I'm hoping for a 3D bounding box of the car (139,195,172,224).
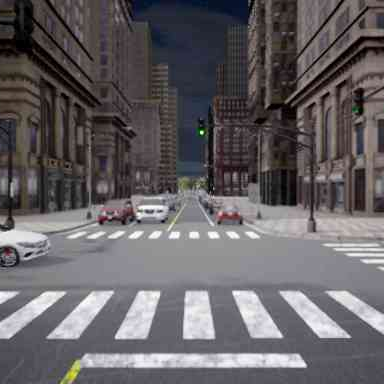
[{"bbox_3d":[-3.086,1.400,26.933,2.150,2.045,5.566,0,0,0],"label":"car"}]

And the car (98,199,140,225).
[{"bbox_3d":[-5.766,1.489,25.874,2.192,1.841,5.009,-1,0,0],"label":"car"}]

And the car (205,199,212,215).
[{"bbox_3d":[2.768,1.804,36.959,1.947,1.339,4.313,-1,0,0],"label":"car"}]

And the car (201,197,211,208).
[{"bbox_3d":[2.773,1.863,48.039,1.947,1.339,4.313,-1,0,0],"label":"car"}]

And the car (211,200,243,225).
[{"bbox_3d":[2.761,1.614,25.879,1.967,1.590,4.097,-1,0,0],"label":"car"}]

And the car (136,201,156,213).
[{"bbox_3d":[-5.755,1.835,42.495,1.947,1.339,4.313,-1,0,0],"label":"car"}]

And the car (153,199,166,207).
[{"bbox_3d":[-5.747,1.916,59.118,1.947,1.339,4.313,-1,0,0],"label":"car"}]

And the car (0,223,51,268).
[{"bbox_3d":[-7.166,1.615,10.995,4.674,1.442,1.812,0,0,0],"label":"car"}]

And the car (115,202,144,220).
[{"bbox_3d":[-5.761,1.731,31.244,1.752,1.417,4.829,-1,0,0],"label":"car"}]

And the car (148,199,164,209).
[{"bbox_3d":[-5.750,1.891,53.577,1.947,1.339,4.313,-1,0,0],"label":"car"}]

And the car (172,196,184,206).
[{"bbox_3d":[-2.975,1.943,60.746,1.994,1.385,4.181,0,0,0],"label":"car"}]

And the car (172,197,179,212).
[{"bbox_3d":[-3.068,1.777,43.585,1.837,1.490,4.892,0,0,0],"label":"car"}]

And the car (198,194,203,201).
[{"bbox_3d":[2.783,1.830,70.202,1.967,1.590,4.097,-1,0,0],"label":"car"}]

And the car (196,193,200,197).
[{"bbox_3d":[2.787,1.731,81.283,2.192,1.841,5.009,-1,0,0],"label":"car"}]

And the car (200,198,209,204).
[{"bbox_3d":[2.787,1.987,75.743,1.802,1.307,4.206,-1,0,0],"label":"car"}]

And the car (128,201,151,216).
[{"bbox_3d":[-5.758,1.763,36.785,1.752,1.417,4.829,-1,0,0],"label":"car"}]

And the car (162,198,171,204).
[{"bbox_3d":[-5.739,1.987,75.742,1.802,1.307,4.206,-1,0,0],"label":"car"}]

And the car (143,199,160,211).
[{"bbox_3d":[-5.753,1.822,47.866,1.752,1.417,4.829,-1,0,0],"label":"car"}]

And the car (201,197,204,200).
[{"bbox_3d":[2.776,1.907,53.580,1.802,1.307,4.206,-1,0,0],"label":"car"}]

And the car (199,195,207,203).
[{"bbox_3d":[2.777,1.790,59.121,1.967,1.590,4.097,-1,0,0],"label":"car"}]
